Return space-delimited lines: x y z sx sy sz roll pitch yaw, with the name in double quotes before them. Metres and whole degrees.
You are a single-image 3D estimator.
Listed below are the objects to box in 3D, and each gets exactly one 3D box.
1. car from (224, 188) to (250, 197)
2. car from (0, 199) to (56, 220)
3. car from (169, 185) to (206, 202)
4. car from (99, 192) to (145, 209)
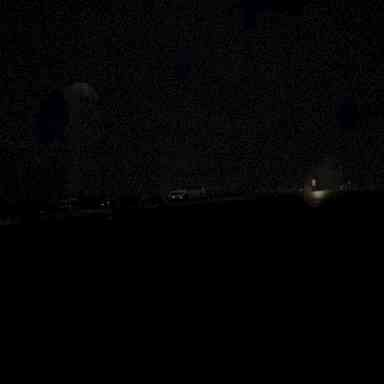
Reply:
"car" 7.029 0.065 51.190 2.033 1.411 5.357 -1 1 36
"car" -12.445 1.195 23.978 1.895 1.301 4.718 -1 1 34
"car" -0.518 0.134 40.747 2.150 2.045 5.566 -1 1 36
"car" -6.686 0.762 32.117 1.837 1.490 4.892 -1 1 36
